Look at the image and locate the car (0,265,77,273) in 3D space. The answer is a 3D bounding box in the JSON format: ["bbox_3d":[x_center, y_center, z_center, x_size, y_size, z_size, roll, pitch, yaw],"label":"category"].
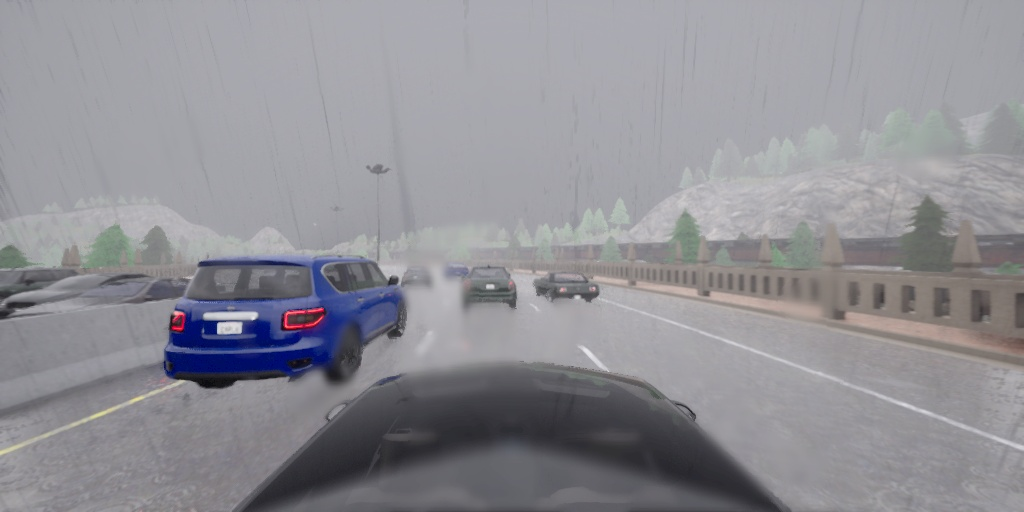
[{"bbox_3d":[-18.656,1.253,13.392,2.097,1.767,4.553,0,0,-9],"label":"car"}]

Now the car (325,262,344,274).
[{"bbox_3d":[-24.162,1.595,48.733,1.837,1.490,4.892,0,0,-31],"label":"car"}]

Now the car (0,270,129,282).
[{"bbox_3d":[-15.074,1.382,13.117,1.837,1.490,4.892,0,0,-8],"label":"car"}]

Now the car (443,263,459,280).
[{"bbox_3d":[-5.193,1.352,32.867,1.882,1.535,5.008,0,0,-18],"label":"car"}]

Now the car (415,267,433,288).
[{"bbox_3d":[-6.521,1.426,24.872,1.994,1.385,4.181,0,0,-14],"label":"car"}]

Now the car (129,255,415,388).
[{"bbox_3d":[-3.701,1.008,7.181,2.150,2.045,5.566,0,0,-3],"label":"car"}]

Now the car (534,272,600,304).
[{"bbox_3d":[2.305,1.380,16.580,1.895,1.301,4.718,0,0,-8],"label":"car"}]

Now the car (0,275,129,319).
[{"bbox_3d":[-11.213,1.391,10.929,2.033,1.411,5.357,0,0,-6],"label":"car"}]

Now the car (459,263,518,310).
[{"bbox_3d":[-1.076,1.148,15.178,2.097,1.767,4.553,0,0,-8],"label":"car"}]

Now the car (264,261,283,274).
[{"bbox_3d":[-33.829,1.555,50.847,2.097,1.767,4.553,-1,0,-34],"label":"car"}]

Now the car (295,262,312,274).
[{"bbox_3d":[-29.536,1.632,50.710,1.882,1.535,5.008,0,0,-33],"label":"car"}]
